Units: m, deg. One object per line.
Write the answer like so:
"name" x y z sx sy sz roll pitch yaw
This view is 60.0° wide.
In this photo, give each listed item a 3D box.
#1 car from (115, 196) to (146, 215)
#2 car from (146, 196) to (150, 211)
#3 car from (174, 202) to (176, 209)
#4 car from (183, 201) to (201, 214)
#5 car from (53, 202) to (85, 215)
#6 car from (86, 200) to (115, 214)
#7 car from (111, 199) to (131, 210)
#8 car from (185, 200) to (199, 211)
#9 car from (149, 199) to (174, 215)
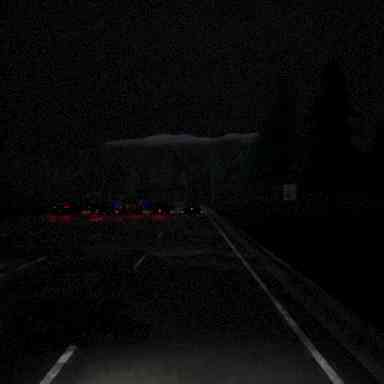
"car" -7.011 1.640 38.231 2.097 1.767 4.553 0 0 0
"car" -7.017 1.584 48.177 2.150 2.045 5.566 0 0 0
"car" -3.505 1.932 48.932 1.994 1.385 4.181 0 0 0
"car" -0.007 1.857 39.007 1.994 1.385 4.181 0 0 0
"car" -14.016 1.809 37.573 1.812 1.442 4.674 0 0 0
"car" -10.501 1.801 39.298 1.837 1.490 4.892 0 0 0
"car" -10.510 1.849 49.322 1.882 1.535 5.008 0 0 0
"car" -0.009 1.932 48.926 1.994 1.385 4.181 0 0 0
"car" -3.508 1.795 38.545 1.837 1.490 4.892 0 0 0
